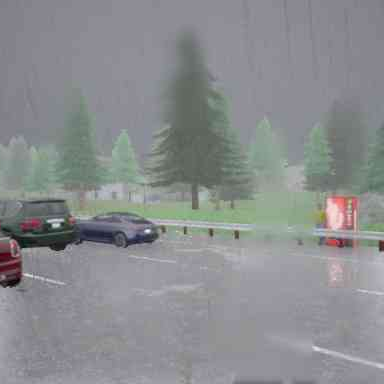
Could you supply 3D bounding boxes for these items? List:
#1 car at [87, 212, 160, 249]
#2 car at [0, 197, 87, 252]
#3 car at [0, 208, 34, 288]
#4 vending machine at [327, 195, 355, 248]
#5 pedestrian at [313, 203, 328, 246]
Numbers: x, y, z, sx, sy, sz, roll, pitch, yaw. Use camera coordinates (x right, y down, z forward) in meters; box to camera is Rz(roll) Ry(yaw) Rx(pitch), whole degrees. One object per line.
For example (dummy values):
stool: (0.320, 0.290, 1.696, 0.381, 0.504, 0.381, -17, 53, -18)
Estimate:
car: (-3.472, 1.563, 14.610, 4.181, 1.385, 1.994, 0, 0, 33)
car: (-6.846, 1.221, 12.630, 5.566, 2.045, 2.150, 0, 0, 32)
car: (-6.160, 1.350, 8.006, 4.553, 1.767, 2.097, 0, 0, 33)
vending machine: (6.321, 1.195, 14.092, 0.880, 2.100, 1.100, 0, 0, 35)
pedestrian: (5.396, 1.294, 13.903, 0.375, 1.860, 0.375, 0, 0, 35)
